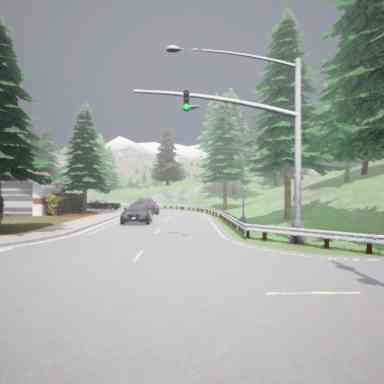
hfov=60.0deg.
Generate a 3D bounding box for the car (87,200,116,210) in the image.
[{"bbox_3d":[-11.318,1.599,41.634,4.718,1.301,1.895,0,0,14],"label":"car"}]

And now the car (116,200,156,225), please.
[{"bbox_3d":[-3.942,1.559,24.092,1.994,1.385,4.181,0,0,-2],"label":"car"}]

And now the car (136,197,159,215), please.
[{"bbox_3d":[-4.758,1.345,33.884,2.097,1.767,4.553,0,0,-19],"label":"car"}]
